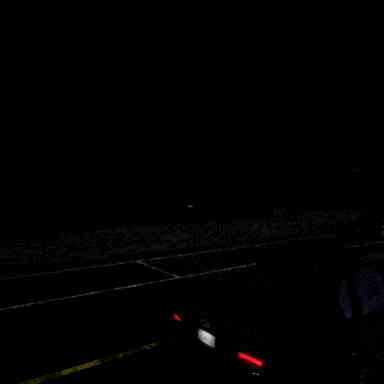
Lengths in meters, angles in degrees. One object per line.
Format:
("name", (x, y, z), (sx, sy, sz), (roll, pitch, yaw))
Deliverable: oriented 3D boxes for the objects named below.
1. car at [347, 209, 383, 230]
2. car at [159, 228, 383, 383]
("car", (10.005, 1.567, 17.639), (4.313, 1.339, 1.947), (0, 0, -35))
("car", (2.190, 1.547, 4.872), (5.357, 1.411, 2.033), (0, 0, -35))
